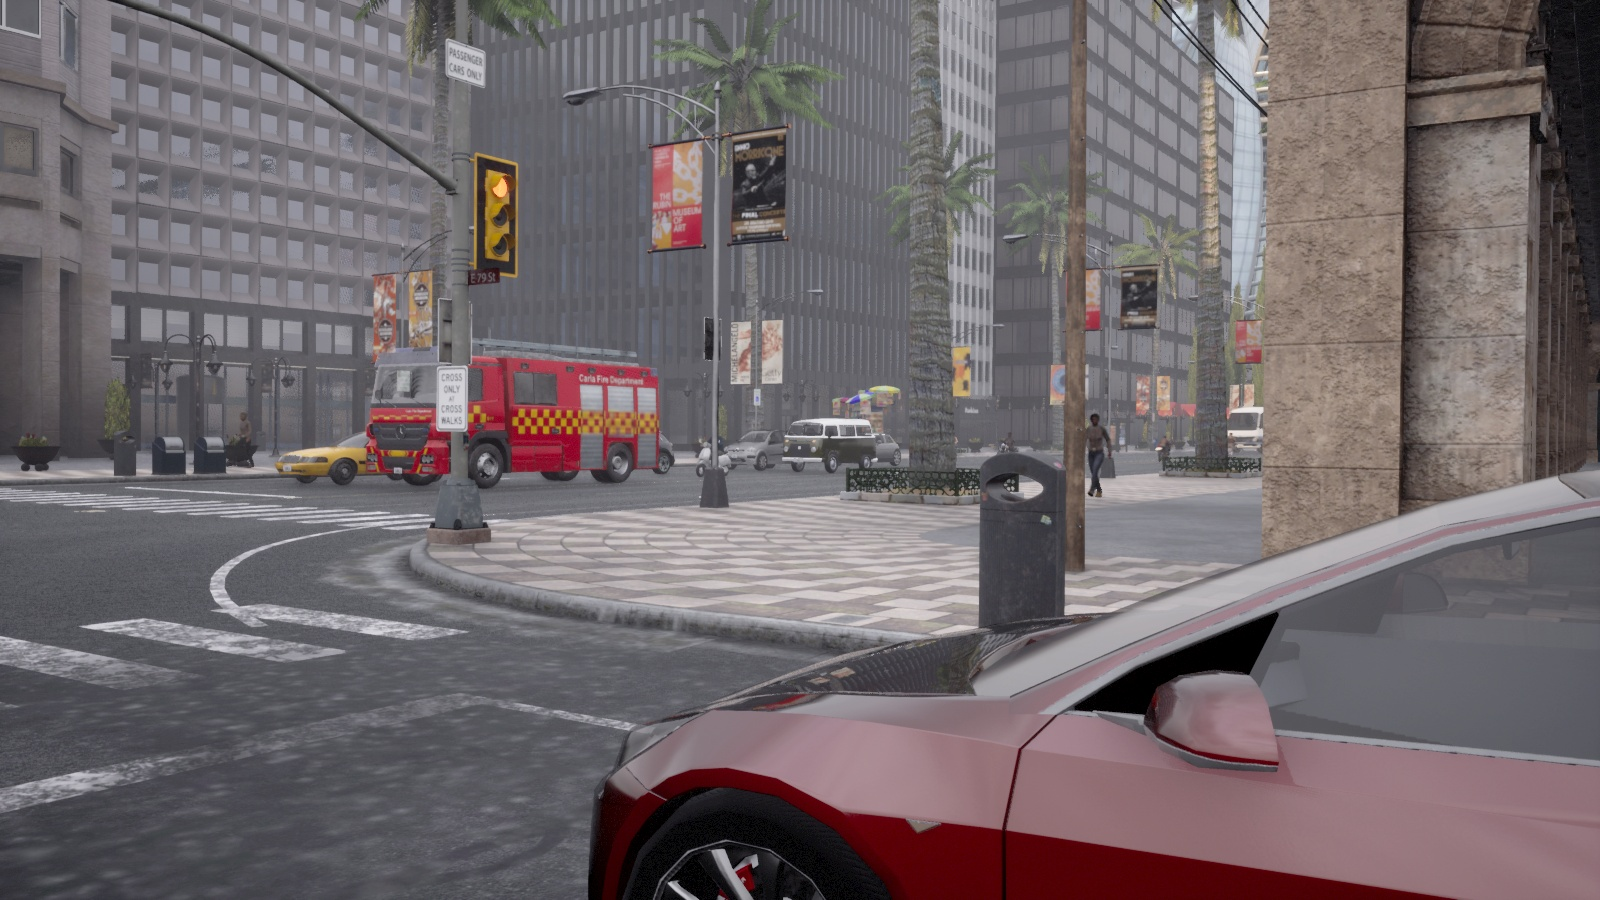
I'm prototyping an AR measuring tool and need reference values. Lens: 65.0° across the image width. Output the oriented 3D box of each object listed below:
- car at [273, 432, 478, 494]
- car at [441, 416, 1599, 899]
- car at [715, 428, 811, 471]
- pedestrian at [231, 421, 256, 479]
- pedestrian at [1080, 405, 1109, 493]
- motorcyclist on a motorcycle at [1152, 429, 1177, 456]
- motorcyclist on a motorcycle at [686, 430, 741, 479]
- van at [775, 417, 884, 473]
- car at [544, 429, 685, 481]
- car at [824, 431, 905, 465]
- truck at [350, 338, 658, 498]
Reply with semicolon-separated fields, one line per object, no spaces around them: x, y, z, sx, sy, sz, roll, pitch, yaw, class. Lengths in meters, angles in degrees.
-11.593;0.301;34.719;1.801;1.575;5.366;0;1;34;car
1.787;0.681;2.457;4.792;1.488;2.163;0;1;33;car
-1.431;-0.042;50.141;1.851;1.617;3.988;0;1;33;car
-18.017;-0.004;40.660;0.331;1.846;0.634;0;1;28;pedestrian
6.197;-0.029;26.425;0.328;1.805;0.869;0;1;32;pedestrian
20.727;-0.448;71.362;0.797;1.523;2.044;0;1;33;motorcyclist on a motorcycle
-2.858;0.142;41.631;0.866;1.590;1.817;0;1;33;motorcyclist on a motorcycle
1.180;-0.208;47.746;2.069;2.038;4.480;0;1;33;van
-6.252;0.133;42.845;2.033;1.649;4.856;0;1;34;car
2.949;-0.105;56.751;1.970;1.475;3.806;0;1;33;car
-7.730;-0.831;34.274;2.891;3.827;8.468;0;1;33;truck
